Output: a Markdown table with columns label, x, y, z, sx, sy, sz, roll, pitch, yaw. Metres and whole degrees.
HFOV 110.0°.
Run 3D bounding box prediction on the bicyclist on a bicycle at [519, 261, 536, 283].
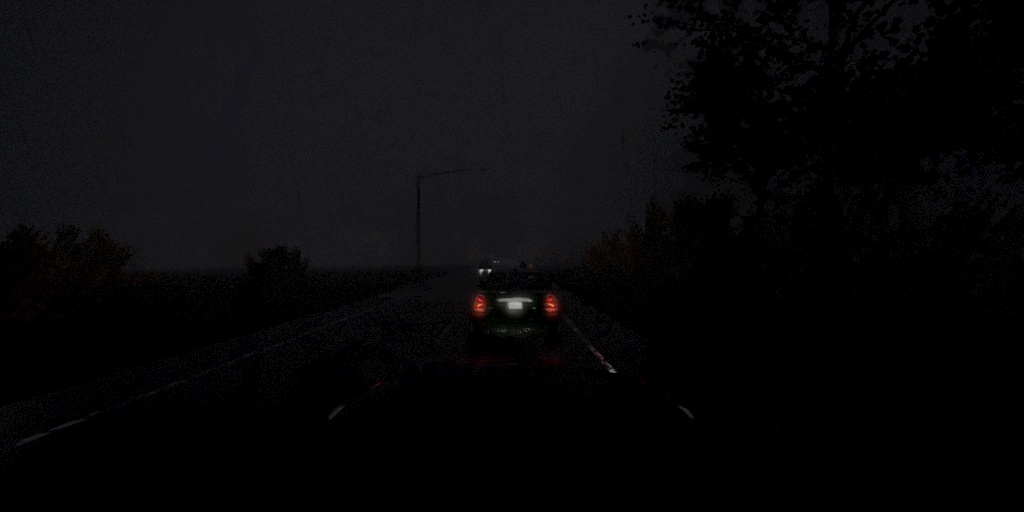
| label | x | y | z | sx | sy | sz | roll | pitch | yaw |
| --- | --- | --- | --- | --- | --- | --- | --- | --- | --- |
| bicyclist on a bicycle | 0.903 | 1.181 | 17.237 | 0.866 | 1.612 | 1.509 | 0 | 0 | 0 |

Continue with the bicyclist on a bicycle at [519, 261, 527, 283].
| label | x | y | z | sx | sy | sz | roll | pitch | yaw |
| --- | --- | --- | --- | --- | --- | --- | --- | --- | --- |
| bicyclist on a bicycle | 0.840 | 1.193 | 27.354 | 0.582 | 1.620 | 1.656 | 0 | 0 | 0 |

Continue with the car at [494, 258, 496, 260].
| label | x | y | z | sx | sy | sz | roll | pitch | yaw |
| --- | --- | --- | --- | --- | --- | --- | --- | --- | --- |
| car | -3.989 | 1.283 | 54.058 | 2.033 | 1.411 | 5.357 | 0 | 0 | -1 |

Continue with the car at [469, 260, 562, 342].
| label | x | y | z | sx | sy | sz | roll | pitch | yaw |
| --- | --- | --- | --- | --- | --- | --- | --- | --- | --- |
| car | 0.072 | 1.099 | 9.893 | 2.097 | 1.767 | 4.553 | 0 | 0 | 0 |
